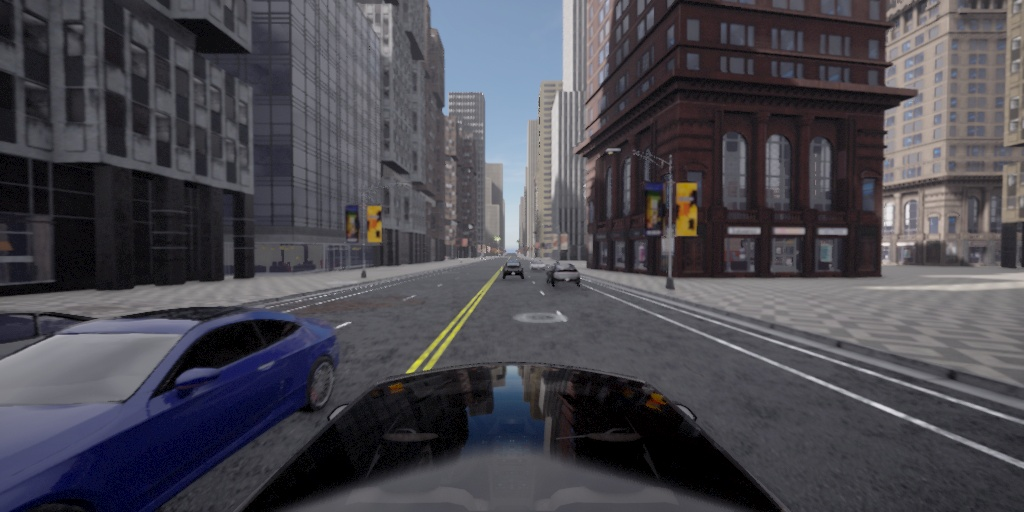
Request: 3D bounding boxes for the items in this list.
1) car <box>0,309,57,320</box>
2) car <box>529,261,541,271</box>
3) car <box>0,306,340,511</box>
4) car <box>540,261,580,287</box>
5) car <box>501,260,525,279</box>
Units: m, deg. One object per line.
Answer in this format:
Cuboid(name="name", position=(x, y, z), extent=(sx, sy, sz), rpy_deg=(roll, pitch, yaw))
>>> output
Cuboid(name="car", position=(-6.588, 1.313, 3.879), extent=(1.994, 1.385, 4.181), rpy_deg=(0, 0, 0))
Cuboid(name="car", position=(3.359, 1.305, 48.361), extent=(1.895, 1.301, 4.718), rpy_deg=(0, 0, 0))
Cuboid(name="car", position=(-3.339, 1.275, 3.337), extent=(1.812, 1.442, 4.674), rpy_deg=(0, 0, 0))
Cuboid(name="car", position=(3.354, 1.224, 24.174), extent=(2.128, 1.511, 4.902), rpy_deg=(0, 0, 0))
Cuboid(name="car", position=(0.107, 1.227, 32.573), extent=(1.837, 1.490, 4.892), rpy_deg=(0, 0, 0))
